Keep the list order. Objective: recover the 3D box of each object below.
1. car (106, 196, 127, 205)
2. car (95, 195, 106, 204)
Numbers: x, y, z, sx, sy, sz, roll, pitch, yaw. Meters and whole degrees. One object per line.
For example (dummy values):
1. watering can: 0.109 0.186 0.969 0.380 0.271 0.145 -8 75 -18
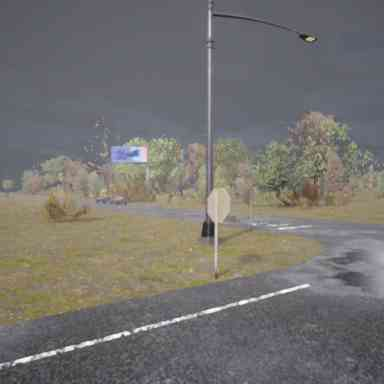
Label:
1. car: -12.188 1.422 54.951 1.812 1.442 4.674 0 0 -33
2. car: -16.246 1.388 60.954 1.837 1.490 4.892 0 0 -34
